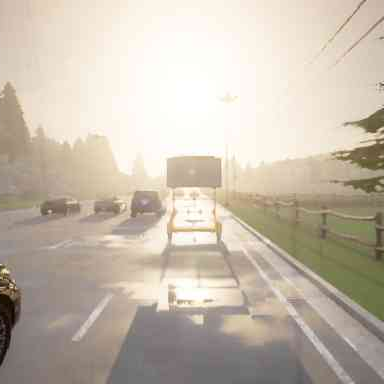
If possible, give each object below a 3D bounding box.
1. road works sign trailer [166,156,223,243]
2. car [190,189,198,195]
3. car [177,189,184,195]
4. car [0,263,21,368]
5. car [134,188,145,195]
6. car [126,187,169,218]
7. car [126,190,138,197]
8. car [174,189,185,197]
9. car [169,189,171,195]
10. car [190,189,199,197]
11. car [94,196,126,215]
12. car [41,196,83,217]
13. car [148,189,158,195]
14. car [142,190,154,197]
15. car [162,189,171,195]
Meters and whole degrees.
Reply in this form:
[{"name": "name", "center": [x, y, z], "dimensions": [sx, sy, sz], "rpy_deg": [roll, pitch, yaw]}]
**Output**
[{"name": "road works sign trailer", "center": [0.103, 0.222, 14.547], "dimensions": [2.380, 3.560, 2.880], "rpy_deg": [0, 1, 0]}, {"name": "car", "center": [0.569, -0.038, 85.440], "dimensions": [2.033, 1.411, 5.357], "rpy_deg": [0, 1, 0]}, {"name": "car", "center": [-2.931, -0.070, 85.463], "dimensions": [1.837, 1.490, 4.892], "rpy_deg": [0, 1, 0]}, {"name": "car", "center": [-3.377, 1.193, 2.075], "dimensions": [2.150, 2.045, 5.566], "rpy_deg": [0, 1, 0]}, {"name": "car", "center": [-13.431, -0.192, 85.529], "dimensions": [2.097, 1.767, 4.553], "rpy_deg": [0, 1, 0]}, {"name": "car", "center": [-3.224, 0.808, 25.413], "dimensions": [2.150, 2.045, 5.566], "rpy_deg": [0, 1, 0]}, {"name": "car", "center": [-13.498, 0.283, 75.146], "dimensions": [1.837, 1.490, 4.892], "rpy_deg": [0, 1, 0]}, {"name": "car", "center": [-2.999, 0.300, 75.048], "dimensions": [2.033, 1.411, 5.357], "rpy_deg": [0, 1, 0]}, {"name": "car", "center": [-6.499, -0.008, 75.096], "dimensions": [2.150, 2.045, 5.566], "rpy_deg": [0, 1, 0]}, {"name": "car", "center": [0.504, 0.270, 75.441], "dimensions": [1.812, 1.442, 4.674], "rpy_deg": [0, 1, 0]}, {"name": "car", "center": [-6.708, 1.047, 27.778], "dimensions": [2.128, 1.511, 4.902], "rpy_deg": [0, 1, 0]}, {"name": "car", "center": [-10.217, 1.092, 26.369], "dimensions": [1.837, 1.490, 4.892], "rpy_deg": [0, 1, 0]}, {"name": "car", "center": [-9.930, -0.015, 85.509], "dimensions": [2.033, 1.411, 5.357], "rpy_deg": [0, 1, 0]}, {"name": "car", "center": [-9.996, 0.322, 75.511], "dimensions": [1.994, 1.385, 4.181], "rpy_deg": [0, 1, 0]}, {"name": "car", "center": [-6.431, -0.062, 85.486], "dimensions": [1.837, 1.490, 4.892], "rpy_deg": [0, 1, 0]}]
